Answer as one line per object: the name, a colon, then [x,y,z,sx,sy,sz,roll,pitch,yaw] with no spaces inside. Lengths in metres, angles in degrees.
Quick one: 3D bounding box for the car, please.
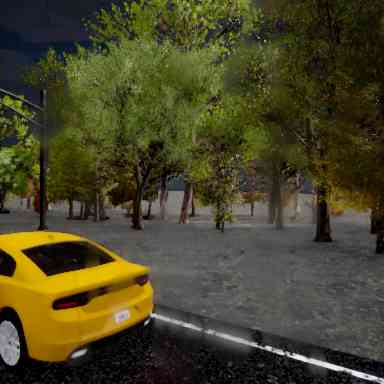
car: [-2.924,1.444,5.765,5.008,1.535,1.882,1,0,35]
